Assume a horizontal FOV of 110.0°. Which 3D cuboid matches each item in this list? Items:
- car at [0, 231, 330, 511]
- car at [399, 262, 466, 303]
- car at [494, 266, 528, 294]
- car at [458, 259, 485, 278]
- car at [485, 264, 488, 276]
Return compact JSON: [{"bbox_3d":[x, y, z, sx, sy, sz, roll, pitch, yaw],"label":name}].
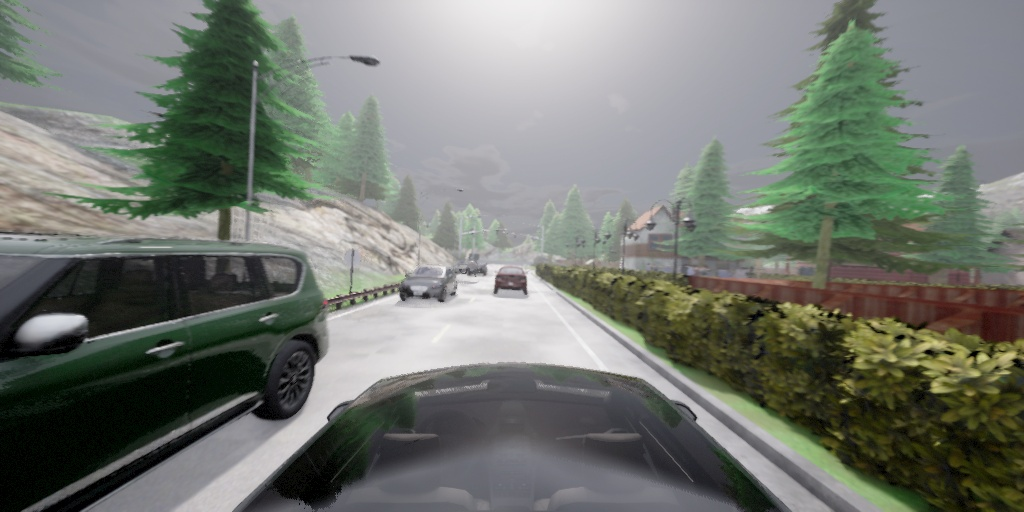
[{"bbox_3d":[-3.567,0.826,2.712,2.150,2.045,5.566,2,0,0],"label":"car"},{"bbox_3d":[-3.633,1.174,16.345,2.128,1.511,4.902,2,0,0],"label":"car"},{"bbox_3d":[-0.060,1.348,21.696,1.882,1.535,5.008,2,0,0],"label":"car"},{"bbox_3d":[-3.572,0.929,28.444,1.994,1.385,4.181,2,0,0],"label":"car"},{"bbox_3d":[-3.643,1.423,38.769,1.895,1.301,4.718,2,0,0],"label":"car"}]
